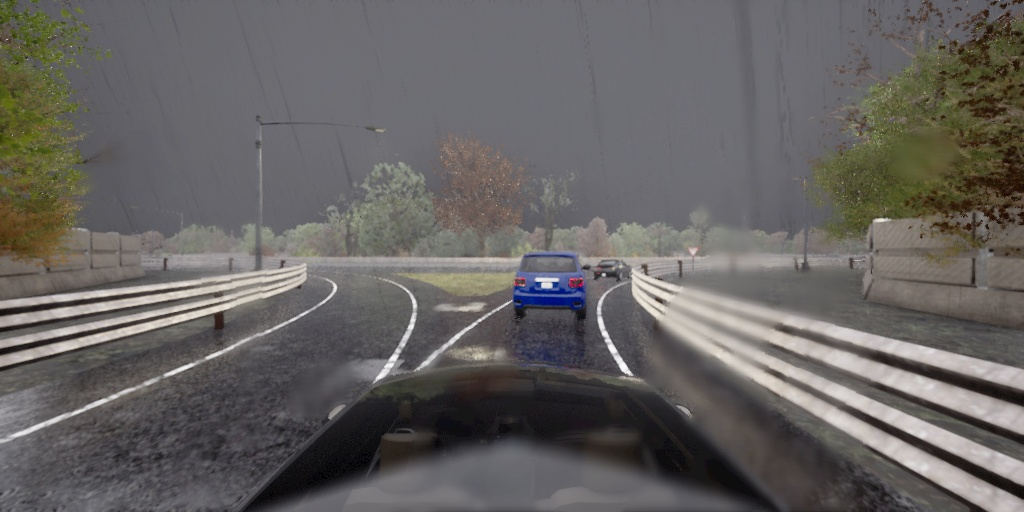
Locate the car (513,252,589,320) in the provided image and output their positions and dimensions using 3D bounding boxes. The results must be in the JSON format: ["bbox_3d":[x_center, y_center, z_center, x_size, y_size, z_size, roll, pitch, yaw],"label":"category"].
[{"bbox_3d":[1.496,0.866,12.449,2.150,2.045,5.566,0,1,12],"label":"car"}]

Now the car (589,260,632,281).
[{"bbox_3d":[7.540,1.012,26.573,1.837,1.490,4.892,0,0,31],"label":"car"}]
